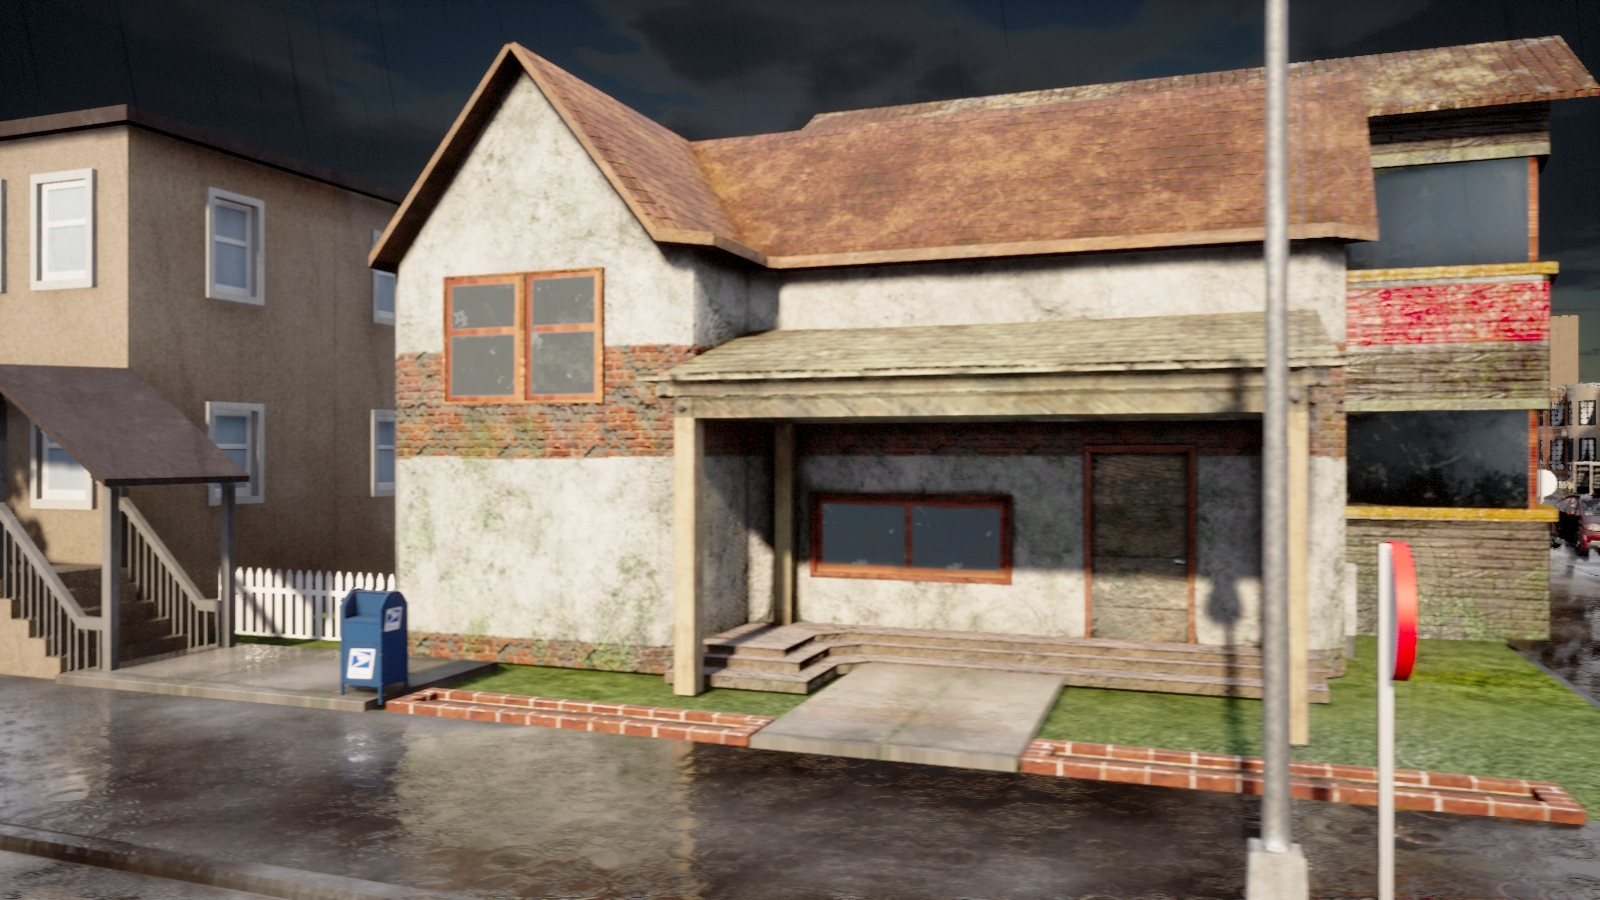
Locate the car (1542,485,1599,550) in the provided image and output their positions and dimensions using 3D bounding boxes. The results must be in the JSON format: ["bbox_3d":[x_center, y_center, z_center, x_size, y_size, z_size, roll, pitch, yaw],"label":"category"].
[{"bbox_3d":[21.724,1.798,31.080,1.789,1.549,3.705,0,0,20],"label":"car"}]

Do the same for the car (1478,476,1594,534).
[{"bbox_3d":[24.128,1.747,37.664,2.242,1.667,4.611,0,0,20],"label":"car"}]

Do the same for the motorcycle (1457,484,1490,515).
[{"bbox_3d":[27.267,1.993,46.273,0.803,1.145,2.033,0,0,20],"label":"motorcycle"}]
